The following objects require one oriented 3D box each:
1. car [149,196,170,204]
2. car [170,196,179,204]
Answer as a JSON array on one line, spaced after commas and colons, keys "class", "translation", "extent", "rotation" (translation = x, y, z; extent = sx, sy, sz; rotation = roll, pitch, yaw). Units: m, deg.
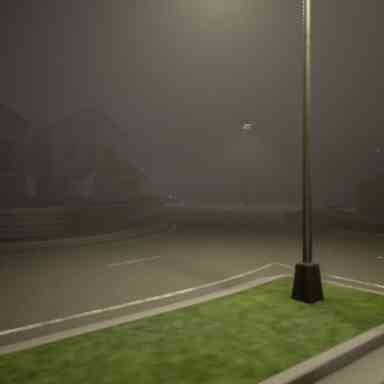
[{"class": "car", "translation": [-6.236, 1.395, 54.516], "extent": [2.033, 1.411, 5.357], "rotation": [0, 0, -36]}, {"class": "car", "translation": [-4.001, 1.392, 57.377], "extent": [1.994, 1.385, 4.181], "rotation": [0, 0, -36]}]
